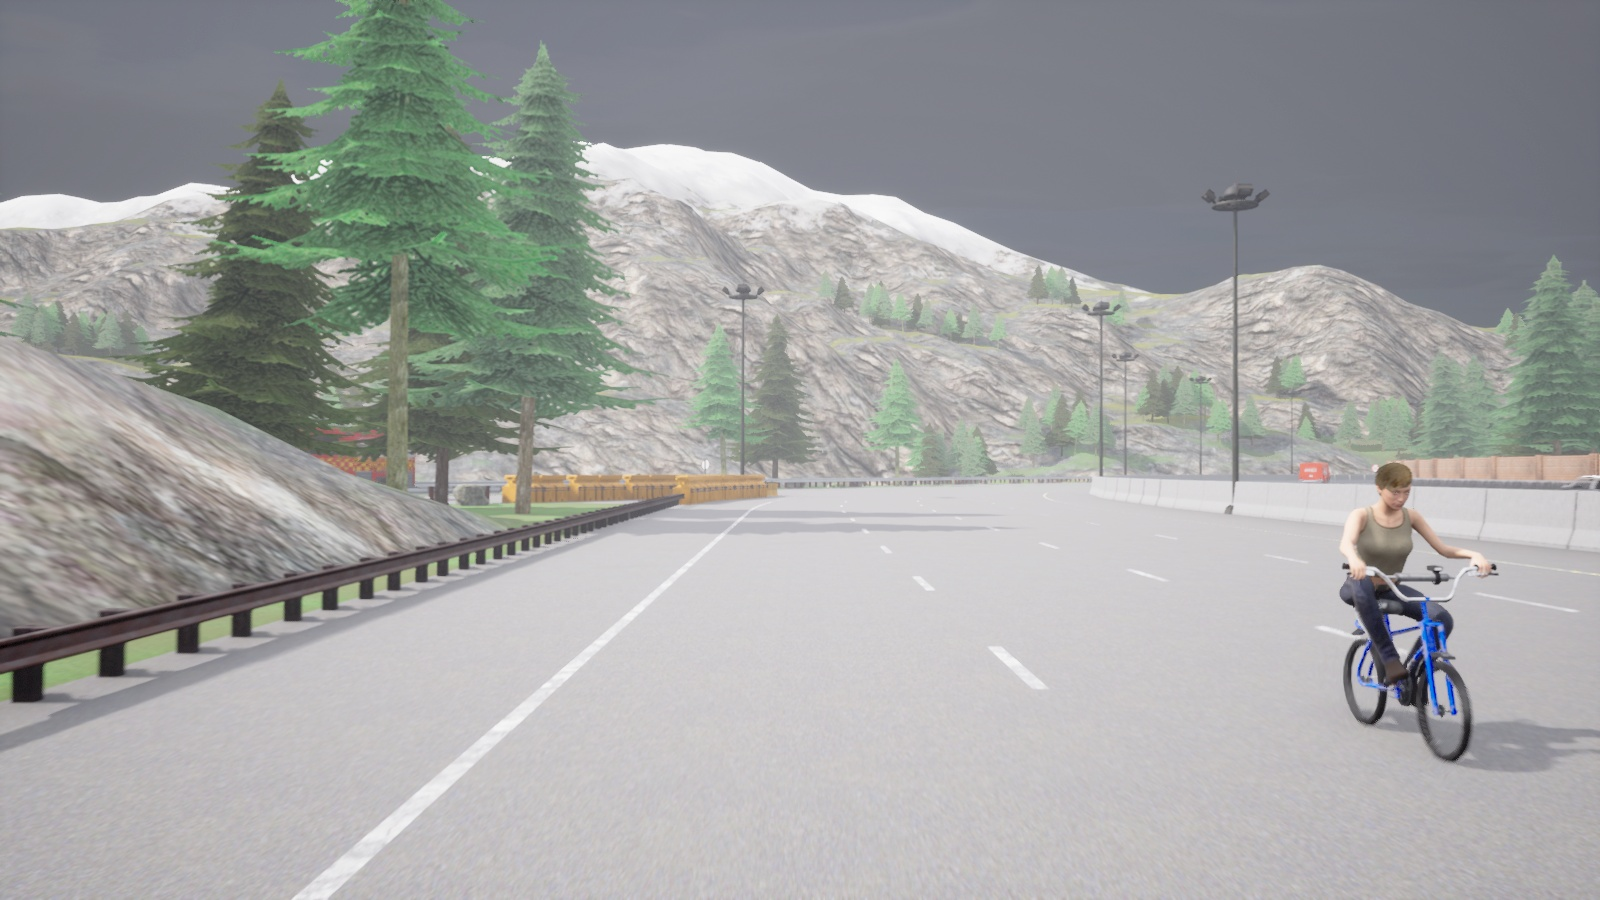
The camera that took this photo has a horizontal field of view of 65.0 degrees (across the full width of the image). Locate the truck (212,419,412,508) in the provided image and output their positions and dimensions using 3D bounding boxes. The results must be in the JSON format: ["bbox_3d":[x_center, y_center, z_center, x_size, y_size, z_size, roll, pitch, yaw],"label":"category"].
[{"bbox_3d":[-22.545,0.638,58.519,2.891,3.827,8.468,-1,-1,36],"label":"truck"}]

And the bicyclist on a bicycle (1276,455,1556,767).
[{"bbox_3d":[3.486,0.847,7.276,0.866,1.612,1.509,0,-1,0],"label":"bicyclist on a bicycle"}]

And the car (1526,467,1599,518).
[{"bbox_3d":[24.407,1.273,38.588,1.970,1.475,3.806,0,-1,0],"label":"car"}]
